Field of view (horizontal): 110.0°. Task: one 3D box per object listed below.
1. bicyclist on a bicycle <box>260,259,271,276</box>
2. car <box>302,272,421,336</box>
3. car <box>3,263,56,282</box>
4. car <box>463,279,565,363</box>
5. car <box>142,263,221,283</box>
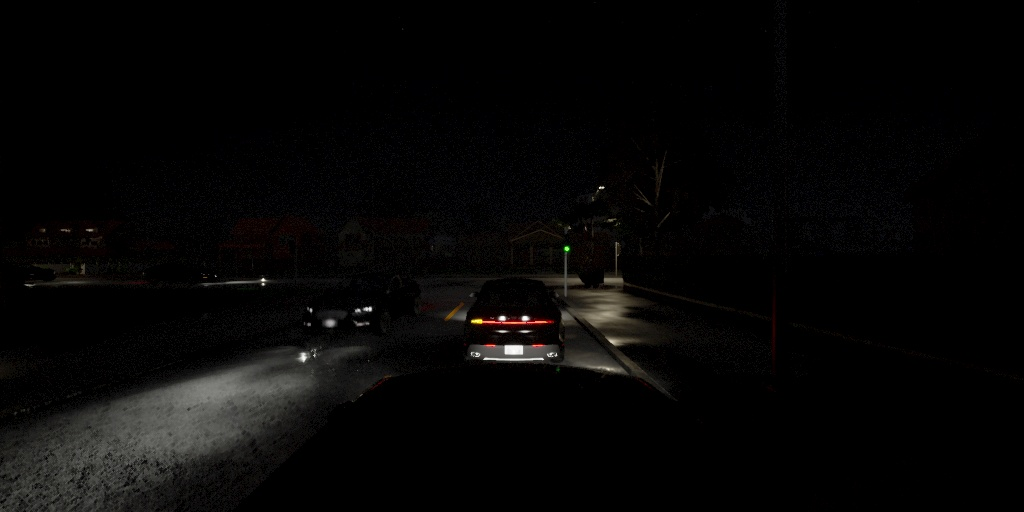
[{"bbox_3d":[-24.178,1.099,35.177,0.582,1.620,1.656,0,0,0],"label":"bicyclist on a bicycle"},{"bbox_3d":[-4.037,1.241,10.459,2.128,1.511,4.902,0,0,1],"label":"car"},{"bbox_3d":[-37.271,1.228,26.766,5.008,1.535,1.882,0,0,0],"label":"car"},{"bbox_3d":[0.051,1.255,8.158,1.837,1.490,4.892,0,0,1],"label":"car"},{"bbox_3d":[-24.559,1.255,26.778,4.892,1.490,1.837,0,0,0],"label":"car"}]
